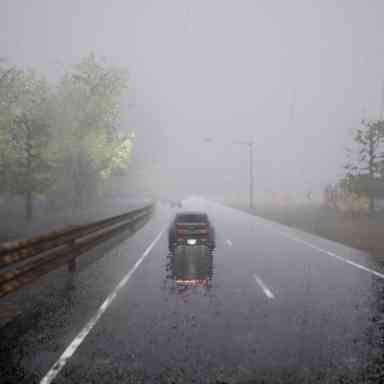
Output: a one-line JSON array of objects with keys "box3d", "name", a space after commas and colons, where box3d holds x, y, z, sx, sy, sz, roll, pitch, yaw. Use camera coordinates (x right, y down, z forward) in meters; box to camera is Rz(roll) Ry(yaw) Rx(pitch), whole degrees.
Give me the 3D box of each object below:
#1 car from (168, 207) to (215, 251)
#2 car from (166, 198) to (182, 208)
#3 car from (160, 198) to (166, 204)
[{"box3d": [-0.020, 1.613, 14.703, 1.837, 1.490, 4.892, 0, -1, 0], "name": "car"}, {"box3d": [-2.855, 1.902, 56.427, 2.128, 1.511, 4.902, 0, 0, -8], "name": "car"}, {"box3d": [-6.408, 2.086, 77.912, 1.812, 1.442, 4.674, 0, 0, -11], "name": "car"}]
